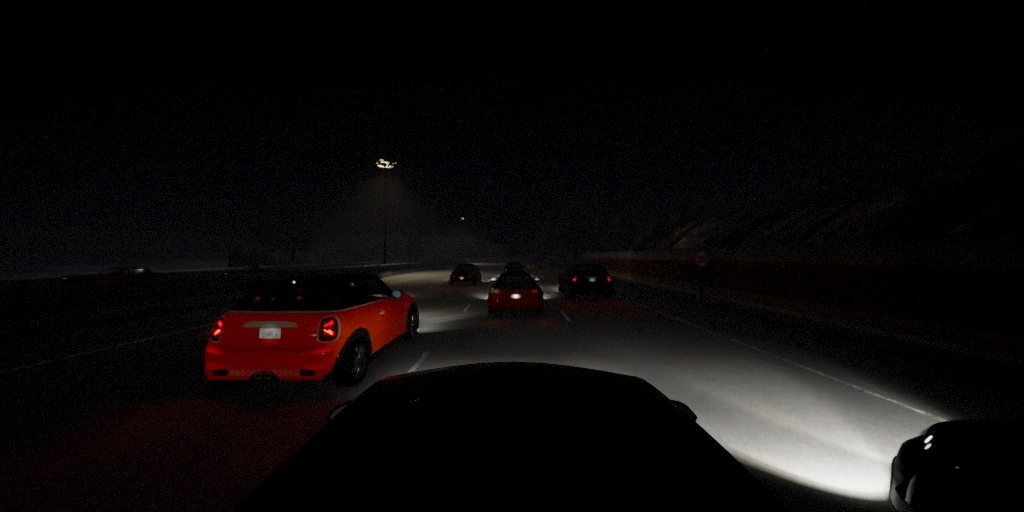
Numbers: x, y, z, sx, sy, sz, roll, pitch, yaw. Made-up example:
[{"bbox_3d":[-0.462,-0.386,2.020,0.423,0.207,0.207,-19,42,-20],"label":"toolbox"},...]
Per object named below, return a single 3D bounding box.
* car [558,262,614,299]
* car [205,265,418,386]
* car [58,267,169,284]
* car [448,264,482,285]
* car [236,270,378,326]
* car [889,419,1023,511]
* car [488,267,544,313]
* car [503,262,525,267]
[{"bbox_3d":[3.638,1.107,18.340,2.097,1.767,4.553,0,0,0],"label":"car"},{"bbox_3d":[-3.375,1.100,7.127,2.097,1.767,4.553,0,0,0],"label":"car"},{"bbox_3d":[-24.517,1.337,22.356,1.895,1.301,4.718,0,0,1],"label":"car"},{"bbox_3d":[-3.342,1.277,26.251,1.812,1.442,4.674,0,0,0],"label":"car"},{"bbox_3d":[-6.876,1.295,12.937,2.033,1.411,5.357,0,0,0],"label":"car"},{"bbox_3d":[3.637,1.317,0.723,1.994,1.385,4.181,0,0,0],"label":"car"},{"bbox_3d":[0.130,1.317,14.006,1.994,1.385,4.181,0,0,0],"label":"car"},{"bbox_3d":[0.170,1.281,31.907,1.812,1.442,4.674,0,0,0],"label":"car"}]
